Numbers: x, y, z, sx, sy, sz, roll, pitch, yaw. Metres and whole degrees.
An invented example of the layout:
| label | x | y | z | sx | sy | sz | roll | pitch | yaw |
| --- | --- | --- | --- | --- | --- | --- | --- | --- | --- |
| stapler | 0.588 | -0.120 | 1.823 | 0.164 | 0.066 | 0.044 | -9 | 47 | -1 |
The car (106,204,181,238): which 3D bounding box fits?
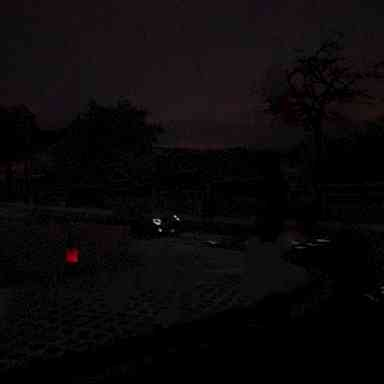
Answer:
| label | x | y | z | sx | sy | sz | roll | pitch | yaw |
| --- | --- | --- | --- | --- | --- | --- | --- | --- | --- |
| car | -2.848 | 1.494 | 19.063 | 4.553 | 1.767 | 2.097 | 0 | 3 | 37 |
